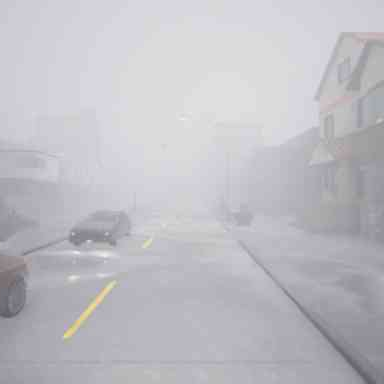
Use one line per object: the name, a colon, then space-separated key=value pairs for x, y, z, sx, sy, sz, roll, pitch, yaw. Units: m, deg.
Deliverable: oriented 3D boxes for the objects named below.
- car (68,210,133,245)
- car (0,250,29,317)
car: x=-4.070 y=1.572 z=15.834 sx=2.033 sy=1.411 sz=5.357 roll=0 pitch=0 yaw=0
car: x=-4.084 y=1.533 z=4.773 sx=1.812 sy=1.442 sz=4.674 roll=0 pitch=0 yaw=0
